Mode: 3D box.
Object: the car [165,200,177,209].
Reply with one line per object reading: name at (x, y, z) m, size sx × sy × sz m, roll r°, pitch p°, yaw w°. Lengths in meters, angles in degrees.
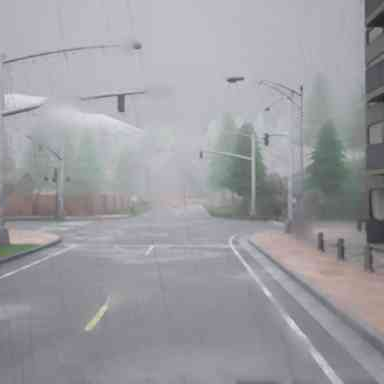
car at (-3.495, 2.103, 56.523) m, size 1.882 × 1.535 × 5.008 m, roll 0°, pitch -1°, yaw 0°
